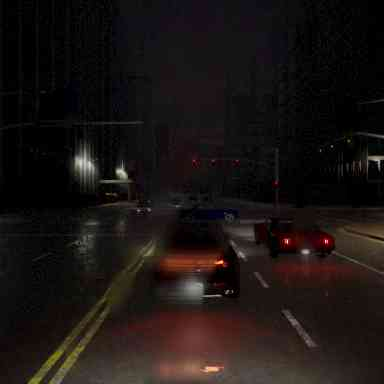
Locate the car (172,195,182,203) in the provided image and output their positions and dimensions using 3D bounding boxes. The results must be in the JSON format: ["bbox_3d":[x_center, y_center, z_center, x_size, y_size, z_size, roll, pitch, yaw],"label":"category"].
[{"bbox_3d":[-3.277,1.478,73.361,1.882,1.535,5.008,0,0,0],"label":"car"}]

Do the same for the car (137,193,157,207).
[{"bbox_3d":[-6.939,1.352,49.977,2.097,1.767,4.553,0,0,0],"label":"car"}]

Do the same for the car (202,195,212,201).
[{"bbox_3d":[3.738,1.478,78.320,1.882,1.535,5.008,0,0,0],"label":"car"}]

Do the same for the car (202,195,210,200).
[{"bbox_3d":[3.776,1.552,90.510,1.994,1.385,4.181,0,0,0],"label":"car"}]

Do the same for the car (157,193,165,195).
[{"bbox_3d":[-6.786,1.225,70.537,2.150,2.045,5.566,0,0,0],"label":"car"}]

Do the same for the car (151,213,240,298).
[{"bbox_3d":[0.084,1.505,8.502,1.837,1.490,4.892,0,0,1],"label":"car"}]

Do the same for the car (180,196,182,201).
[{"bbox_3d":[-3.361,1.601,63.240,1.895,1.301,4.718,0,0,1],"label":"car"}]

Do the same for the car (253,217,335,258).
[{"bbox_3d":[3.619,1.601,12.758,1.895,1.301,4.718,0,0,0],"label":"car"}]

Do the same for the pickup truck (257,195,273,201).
[{"bbox_3d":[16.851,1.059,75.811,2.390,2.098,6.274,0,0,31],"label":"pickup truck"}]

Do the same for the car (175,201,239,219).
[{"bbox_3d":[1.233,1.601,25.410,4.718,1.301,1.895,0,0,1],"label":"car"}]

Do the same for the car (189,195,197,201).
[{"bbox_3d":[0.243,1.487,80.031,1.837,1.490,4.892,0,0,0],"label":"car"}]

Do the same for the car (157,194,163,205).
[{"bbox_3d":[-6.889,1.505,60.130,1.837,1.490,4.892,0,0,1],"label":"car"}]

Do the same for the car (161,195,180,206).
[{"bbox_3d":[-3.417,1.564,53.951,1.994,1.385,4.181,0,0,0],"label":"car"}]
